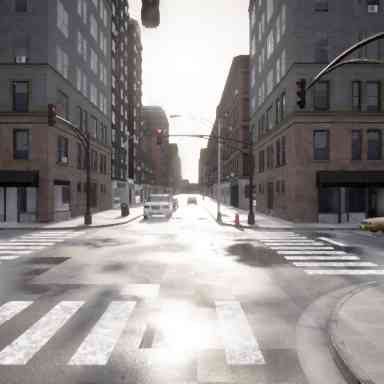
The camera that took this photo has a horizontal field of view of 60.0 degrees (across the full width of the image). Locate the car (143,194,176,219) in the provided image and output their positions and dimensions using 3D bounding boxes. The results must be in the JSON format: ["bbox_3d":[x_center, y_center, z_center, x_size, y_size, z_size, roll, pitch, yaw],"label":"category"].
[{"bbox_3d":[-2.894,1.218,29.207,2.150,2.045,5.566,0,0,0],"label":"car"}]

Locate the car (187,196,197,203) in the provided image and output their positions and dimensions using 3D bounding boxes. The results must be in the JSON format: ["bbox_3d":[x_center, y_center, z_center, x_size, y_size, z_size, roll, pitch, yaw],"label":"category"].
[{"bbox_3d":[-0.005,1.571,70.069,1.895,1.301,4.718,0,0,0],"label":"car"}]

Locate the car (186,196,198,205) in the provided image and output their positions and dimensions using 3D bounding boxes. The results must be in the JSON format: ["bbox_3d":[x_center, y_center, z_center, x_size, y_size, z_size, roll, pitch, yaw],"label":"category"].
[{"bbox_3d":[0.009,1.528,58.538,2.033,1.411,5.357,0,0,-1],"label":"car"}]

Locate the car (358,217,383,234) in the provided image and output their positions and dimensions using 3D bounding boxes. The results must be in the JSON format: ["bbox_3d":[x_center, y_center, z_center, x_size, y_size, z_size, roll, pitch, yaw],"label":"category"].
[{"bbox_3d":[11.606,1.555,17.912,4.829,1.417,1.752,0,0,0],"label":"car"}]

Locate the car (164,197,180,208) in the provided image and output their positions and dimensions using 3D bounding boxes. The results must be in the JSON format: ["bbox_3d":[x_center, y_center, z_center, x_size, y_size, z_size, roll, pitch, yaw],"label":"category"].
[{"bbox_3d":[-2.919,1.534,49.754,2.033,1.411,5.357,0,0,0],"label":"car"}]

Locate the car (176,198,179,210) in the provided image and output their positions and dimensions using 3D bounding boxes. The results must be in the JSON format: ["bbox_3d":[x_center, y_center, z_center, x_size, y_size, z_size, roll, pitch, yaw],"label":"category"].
[{"bbox_3d":[-2.904,1.345,39.472,2.097,1.767,4.553,0,0,0],"label":"car"}]
